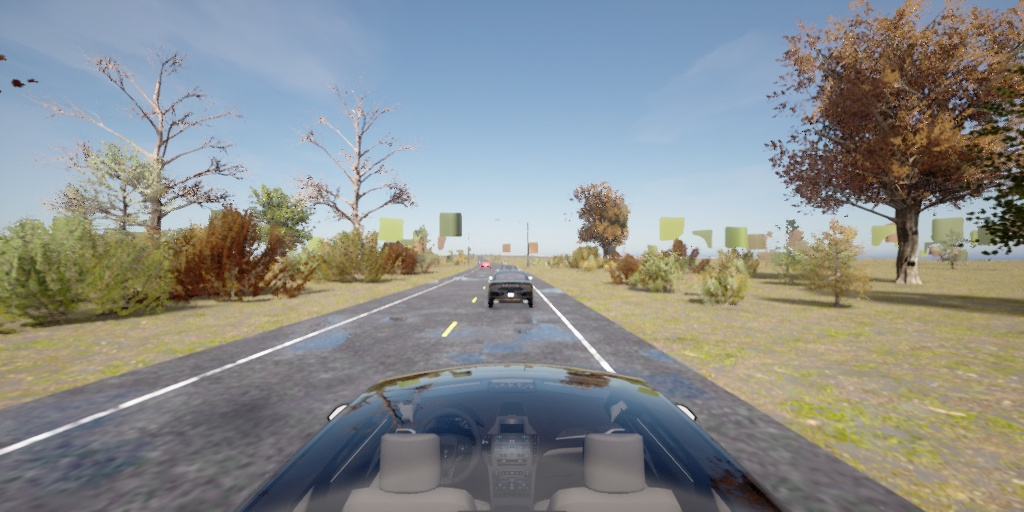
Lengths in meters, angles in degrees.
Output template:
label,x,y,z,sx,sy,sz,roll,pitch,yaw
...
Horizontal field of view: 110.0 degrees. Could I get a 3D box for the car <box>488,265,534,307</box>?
label,x,y,z,sx,sy,sz,roll,pitch,yaw
car,-0.062,1.366,16.386,1.882,1.535,5.008,0,0,0
